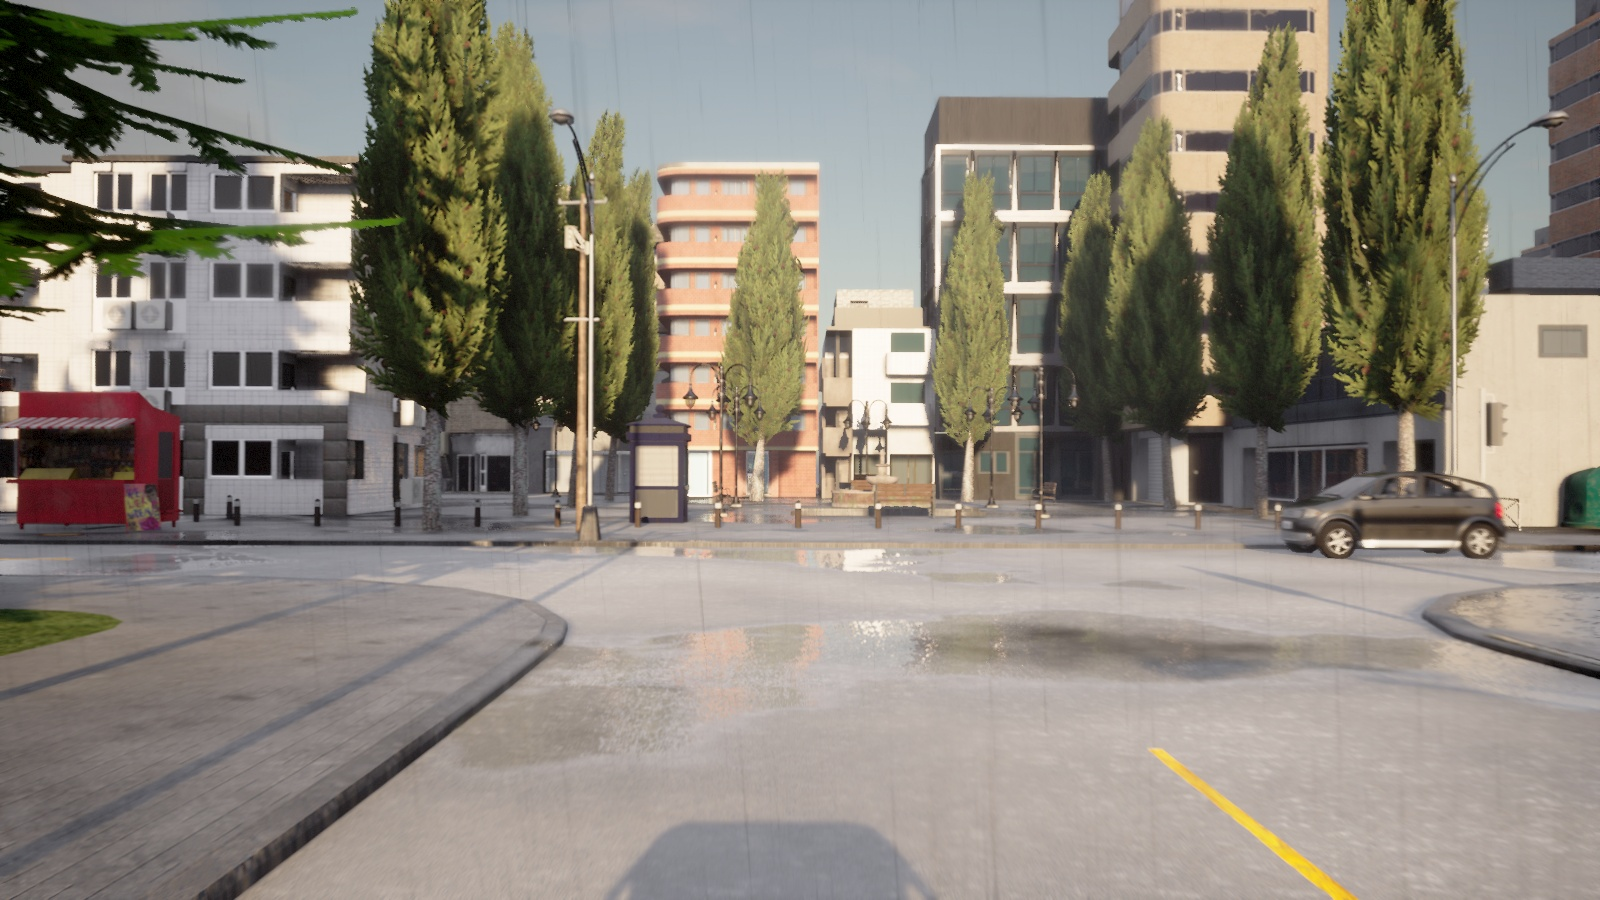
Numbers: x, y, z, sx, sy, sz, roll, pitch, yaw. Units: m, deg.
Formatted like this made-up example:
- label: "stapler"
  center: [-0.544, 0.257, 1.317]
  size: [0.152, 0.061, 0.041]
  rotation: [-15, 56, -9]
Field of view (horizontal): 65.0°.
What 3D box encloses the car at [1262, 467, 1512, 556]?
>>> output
- label: "car"
  center: [10.615, 1.090, 22.906]
  size: [3.705, 1.549, 1.789]
  rotation: [0, -1, -1]
